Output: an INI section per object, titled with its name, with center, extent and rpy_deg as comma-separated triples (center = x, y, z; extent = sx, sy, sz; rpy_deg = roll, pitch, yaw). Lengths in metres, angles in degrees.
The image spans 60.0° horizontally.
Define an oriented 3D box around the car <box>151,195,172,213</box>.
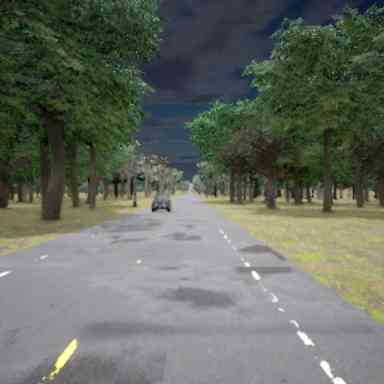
[car]
center = -3.593, 1.366, 40.115
extent = 2.150, 2.045, 5.566
rpy_deg = 0, 0, 0
